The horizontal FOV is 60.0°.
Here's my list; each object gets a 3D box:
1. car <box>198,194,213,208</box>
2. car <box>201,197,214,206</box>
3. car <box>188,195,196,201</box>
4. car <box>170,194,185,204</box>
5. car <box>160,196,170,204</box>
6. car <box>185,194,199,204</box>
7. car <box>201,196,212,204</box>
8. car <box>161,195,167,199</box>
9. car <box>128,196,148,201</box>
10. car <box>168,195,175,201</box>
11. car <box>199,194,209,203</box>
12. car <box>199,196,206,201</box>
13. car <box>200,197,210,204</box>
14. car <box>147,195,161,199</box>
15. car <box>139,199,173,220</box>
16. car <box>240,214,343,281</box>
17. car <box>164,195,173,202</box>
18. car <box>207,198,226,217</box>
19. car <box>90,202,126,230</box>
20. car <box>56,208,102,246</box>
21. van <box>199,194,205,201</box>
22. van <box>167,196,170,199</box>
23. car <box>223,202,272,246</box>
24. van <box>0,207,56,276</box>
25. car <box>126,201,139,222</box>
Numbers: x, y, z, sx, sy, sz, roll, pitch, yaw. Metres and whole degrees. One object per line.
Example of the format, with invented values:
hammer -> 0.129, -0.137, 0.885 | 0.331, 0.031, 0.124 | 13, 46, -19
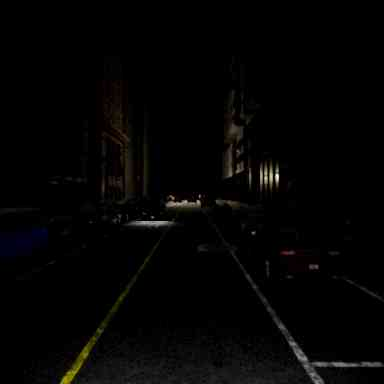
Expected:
car -> 2.393, 1.460, 48.813 | 2.097, 1.767, 4.553 | 0, 0, 0
car -> 2.772, 1.687, 60.196 | 2.008, 1.369, 4.403 | 0, 0, 0
car -> 0.010, 1.550, 85.597 | 1.882, 1.535, 5.008 | 0, 0, 0
car -> -2.992, 1.685, 69.566 | 2.128, 1.511, 4.902 | 0, 0, 0
car -> -5.752, 1.690, 71.217 | 1.752, 1.417, 4.829 | 0, 0, 0
car -> 0.008, 1.637, 67.626 | 1.882, 1.535, 5.008 | 0, 0, 0
car -> 2.773, 1.591, 65.799 | 1.967, 1.590, 4.097 | 0, 0, 0
car -> -5.753, 1.436, 54.583 | 2.192, 1.841, 5.009 | 0, 0, 0
car -> -5.756, 1.510, 32.176 | 1.967, 1.590, 4.097 | 0, 0, 0
car -> -5.749, 1.670, 93.795 | 1.967, 1.590, 4.097 | 0, 0, 0
car -> 2.774, 1.497, 77.003 | 2.192, 1.841, 5.009 | 0, 0, 0
car -> 2.775, 1.740, 88.377 | 1.752, 1.417, 4.829 | 0, 0, 0
car -> 2.773, 1.748, 71.400 | 1.802, 1.307, 4.206 | 0, 0, 0
car -> -5.754, 1.410, 43.380 | 2.192, 1.841, 5.009 | 0, 0, 0
car -> -3.095, 1.610, 28.823 | 2.033, 1.411, 5.357 | 0, 0, 0
car -> 2.767, 1.566, 9.778 | 1.887, 1.381, 4.507 | 0, 0, 0
car -> -5.751, 1.638, 82.592 | 1.967, 1.590, 4.097 | 0, 0, 0
car -> 2.769, 1.615, 32.186 | 1.887, 1.381, 4.507 | 0, 0, 0
car -> -5.757, 1.485, 20.973 | 1.967, 1.590, 4.097 | 0, 0, 0
car -> -5.758, 1.615, 15.370 | 1.802, 1.307, 4.206 | 0, 0, 0
van -> 2.776, 1.572, 93.809 | 1.690, 1.788, 3.998 | 0, 0, 0
van -> -5.752, 1.491, 65.786 | 1.690, 1.788, 3.998 | 0, 0, 0
car -> 2.768, 1.474, 15.380 | 1.967, 1.590, 4.097 | 0, 0, 0
van -> -5.758, 1.362, 9.770 | 1.690, 1.788, 3.998 | 0, 0, 0
car -> -5.757, 1.623, 26.574 | 1.947, 1.339, 4.313 | 0, 0, 0
